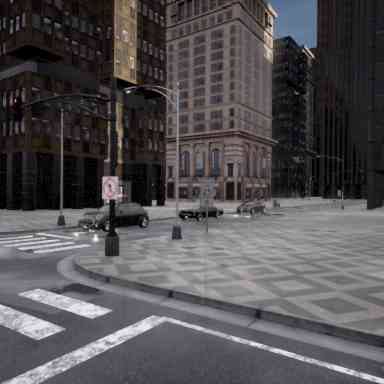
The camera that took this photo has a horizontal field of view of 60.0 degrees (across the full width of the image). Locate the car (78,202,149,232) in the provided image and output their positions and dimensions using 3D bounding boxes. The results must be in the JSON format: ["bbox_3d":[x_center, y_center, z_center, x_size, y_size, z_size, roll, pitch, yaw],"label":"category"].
[{"bbox_3d":[-4.831,1.431,20.906,2.097,1.767,4.553,1,0,35],"label":"car"}]

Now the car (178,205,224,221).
[{"bbox_3d":[0.822,1.741,28.919,1.895,1.301,4.718,1,0,35],"label":"car"}]

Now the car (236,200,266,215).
[{"bbox_3d":[6.670,1.702,37.182,1.837,1.490,4.892,1,0,35],"label":"car"}]
